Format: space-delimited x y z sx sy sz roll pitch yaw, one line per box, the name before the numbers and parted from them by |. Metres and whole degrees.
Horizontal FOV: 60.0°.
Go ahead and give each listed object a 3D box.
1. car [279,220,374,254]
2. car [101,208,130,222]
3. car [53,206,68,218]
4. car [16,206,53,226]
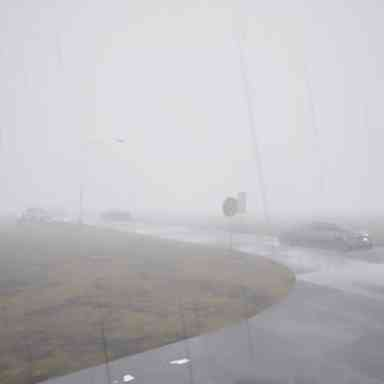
car | 6.219 2.039 15.793 1.994 1.385 4.181 1 -2 -35
car | -8.924 2.650 38.337 1.882 1.535 5.008 2 -3 -35
car | -19.877 2.812 49.032 2.097 1.767 4.553 2 -3 -35
car | -14.822 2.183 31.180 2.097 1.767 4.553 1 -3 -15
